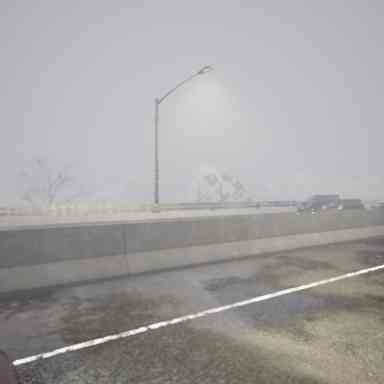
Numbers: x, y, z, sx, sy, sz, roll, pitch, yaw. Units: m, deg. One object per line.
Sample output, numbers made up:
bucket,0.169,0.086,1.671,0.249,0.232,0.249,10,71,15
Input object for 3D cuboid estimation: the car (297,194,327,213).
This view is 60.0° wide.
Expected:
car,13.341,1.274,34.625,5.566,2.045,2.150,1,0,-34

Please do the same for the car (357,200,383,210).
car,16.248,1.614,28.126,4.181,1.385,1.994,0,0,-34

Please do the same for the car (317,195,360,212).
car,14.121,1.400,30.911,4.553,1.767,2.097,0,0,-34

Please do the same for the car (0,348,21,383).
car,-3.024,1.561,1.590,4.181,1.385,1.994,0,0,-35
